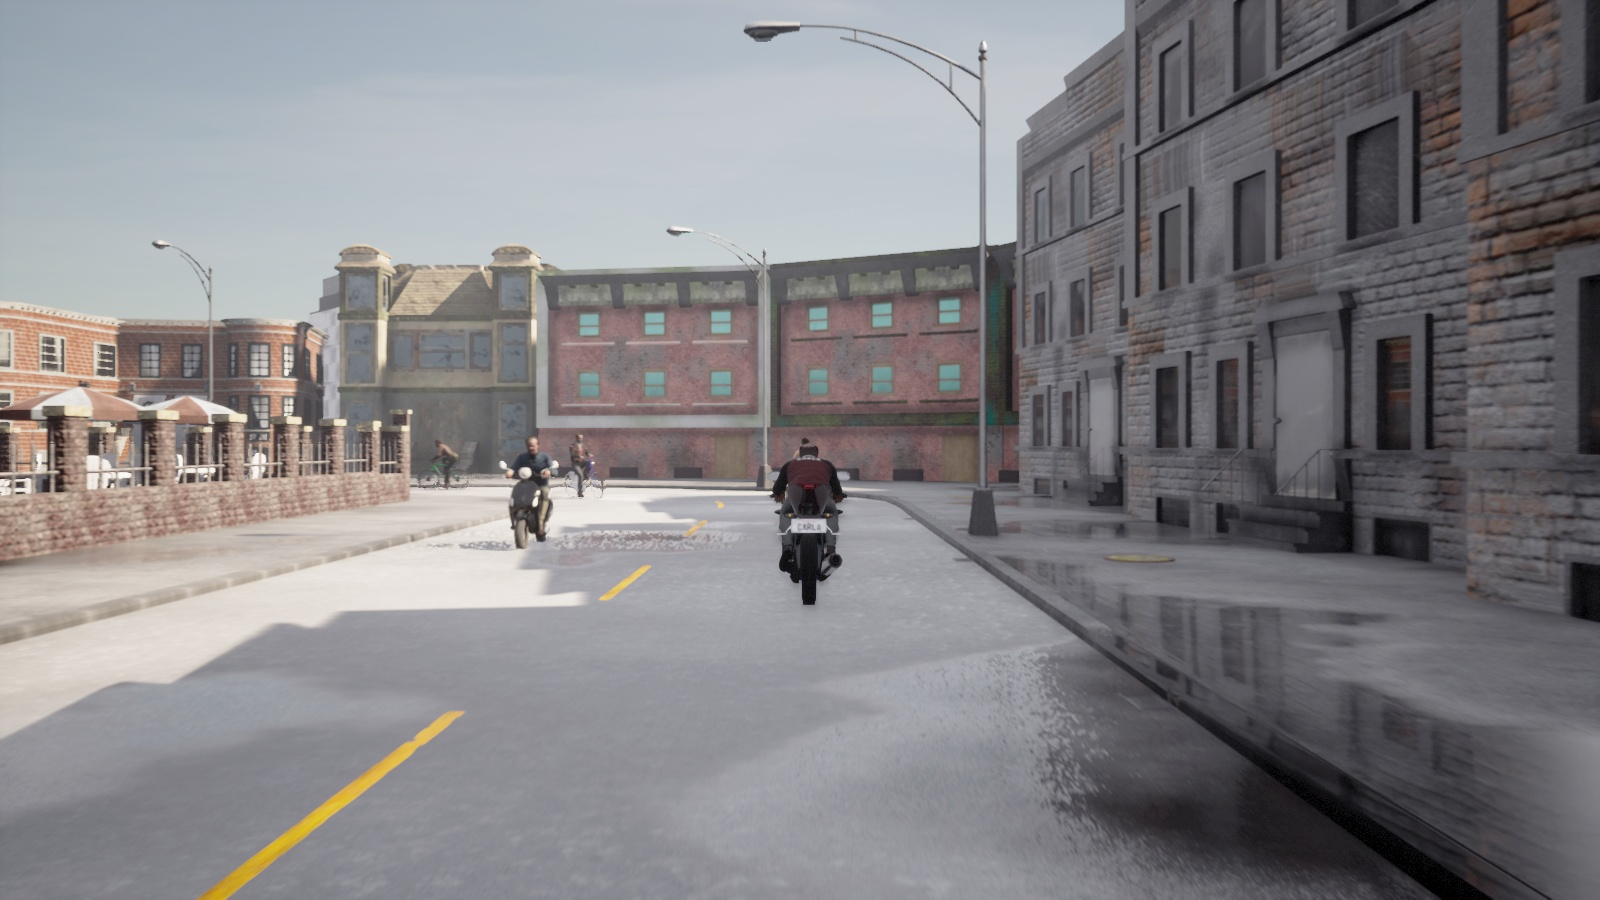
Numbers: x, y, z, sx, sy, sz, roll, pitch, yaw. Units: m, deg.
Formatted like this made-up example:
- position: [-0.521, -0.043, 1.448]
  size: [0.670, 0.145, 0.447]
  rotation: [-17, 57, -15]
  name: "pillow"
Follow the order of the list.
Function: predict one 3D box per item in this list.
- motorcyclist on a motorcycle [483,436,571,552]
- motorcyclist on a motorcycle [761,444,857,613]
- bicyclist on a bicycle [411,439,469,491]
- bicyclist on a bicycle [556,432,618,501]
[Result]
- position: [-3.887, 0.595, 18.050]
  size: [0.866, 1.590, 1.817]
  rotation: [0, 0, 0]
  name: "motorcyclist on a motorcycle"
- position: [0.086, 0.711, 12.502]
  size: [0.866, 1.530, 2.191]
  rotation: [0, 0, 0]
  name: "motorcyclist on a motorcycle"
- position: [-11.427, 0.466, 39.868]
  size: [1.656, 1.620, 0.582]
  rotation: [0, 1, 5]
  name: "bicyclist on a bicycle"
- position: [-5.671, 0.426, 33.374]
  size: [0.659, 1.776, 1.843]
  rotation: [-4, 2, -44]
  name: "bicyclist on a bicycle"
